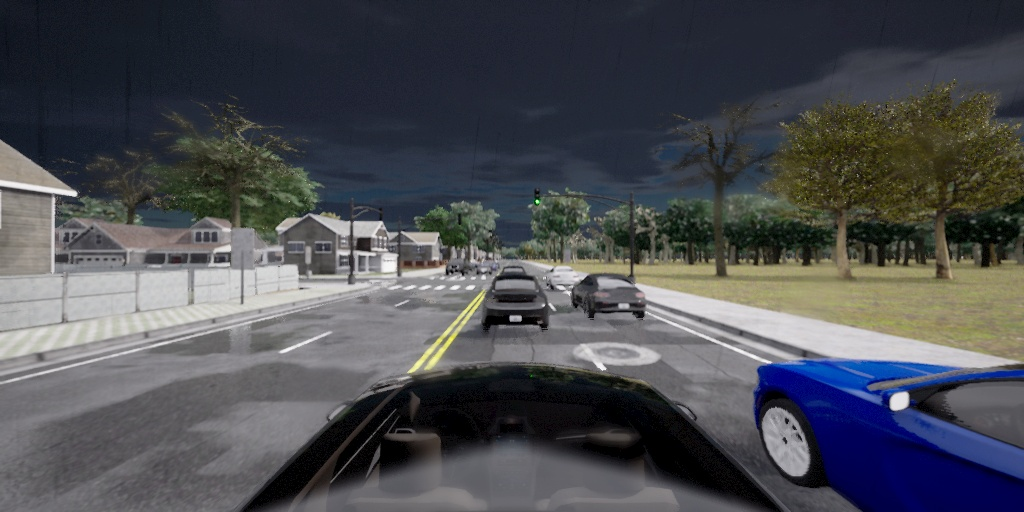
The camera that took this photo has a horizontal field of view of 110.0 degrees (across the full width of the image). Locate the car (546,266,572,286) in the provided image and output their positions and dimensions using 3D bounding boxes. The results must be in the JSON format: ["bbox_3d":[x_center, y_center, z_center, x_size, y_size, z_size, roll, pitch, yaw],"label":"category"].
[{"bbox_3d":[3.348,1.424,24.177,1.812,1.442,4.674,0,0,0],"label":"car"}]

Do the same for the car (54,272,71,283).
[{"bbox_3d":[-38.725,1.593,28.994,4.718,1.301,1.895,0,0,0],"label":"car"}]

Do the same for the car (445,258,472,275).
[{"bbox_3d":[-6.572,1.239,43.246,2.150,2.045,5.566,0,0,0],"label":"car"}]

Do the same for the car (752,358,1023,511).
[{"bbox_3d":[3.351,1.227,1.591,1.882,1.535,5.008,0,0,0],"label":"car"}]

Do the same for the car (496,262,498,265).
[{"bbox_3d":[-3.302,1.428,53.538,2.097,1.767,4.553,0,0,0],"label":"car"}]

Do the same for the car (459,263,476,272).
[{"bbox_3d":[-6.555,1.674,53.089,1.895,1.301,4.718,0,0,0],"label":"car"}]

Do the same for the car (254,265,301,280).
[{"bbox_3d":[-19.725,1.452,28.908,4.902,1.511,2.128,0,0,0],"label":"car"}]

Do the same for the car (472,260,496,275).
[{"bbox_3d":[-3.329,1.510,43.576,2.128,1.511,4.902,0,0,-1],"label":"car"}]

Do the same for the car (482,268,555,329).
[{"bbox_3d":[0.096,1.322,11.484,1.837,1.490,4.892,0,0,0],"label":"car"}]

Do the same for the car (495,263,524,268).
[{"bbox_3d":[0.095,1.398,23.444,1.837,1.490,4.892,0,0,0],"label":"car"}]

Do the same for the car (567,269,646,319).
[{"bbox_3d":[3.348,1.351,13.014,1.812,1.442,4.674,0,0,0],"label":"car"}]

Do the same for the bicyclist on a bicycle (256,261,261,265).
[{"bbox_3d":[-24.615,1.307,34.786,0.582,1.620,1.656,0,0,0],"label":"bicyclist on a bicycle"}]
